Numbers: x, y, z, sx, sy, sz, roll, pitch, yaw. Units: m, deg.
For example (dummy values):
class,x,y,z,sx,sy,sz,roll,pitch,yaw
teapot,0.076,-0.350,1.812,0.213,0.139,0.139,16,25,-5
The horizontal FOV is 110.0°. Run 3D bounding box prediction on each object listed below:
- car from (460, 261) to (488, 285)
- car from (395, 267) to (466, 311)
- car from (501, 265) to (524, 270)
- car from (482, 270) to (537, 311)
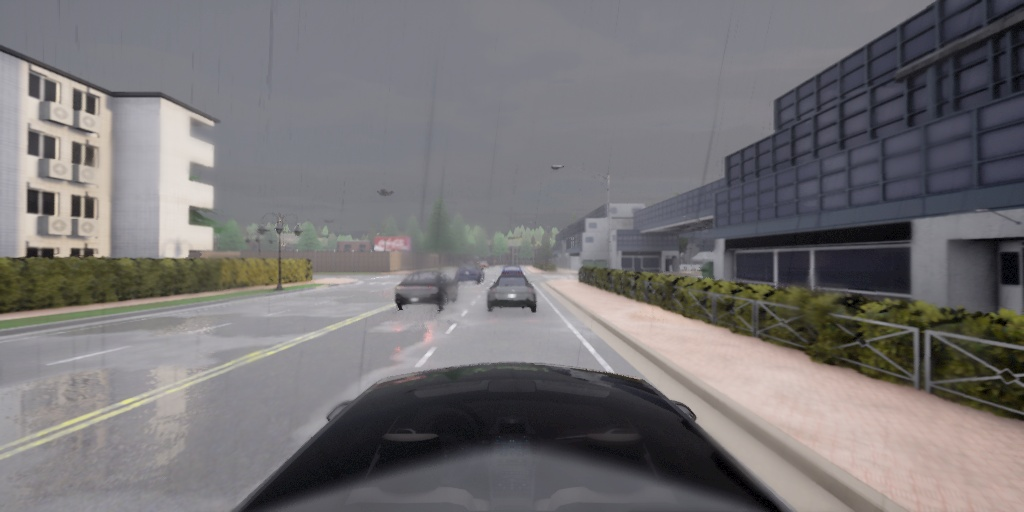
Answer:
class,x,y,z,sx,sy,sz,roll,pitch,yaw
car,-3.477,1.418,30.253,2.097,1.767,4.553,0,-1,0
car,-3.481,1.394,15.330,2.128,1.511,4.902,0,0,0
car,0.029,1.553,31.083,1.882,1.535,5.008,0,0,0
car,0.018,1.465,15.242,1.994,1.385,4.181,0,-1,0
